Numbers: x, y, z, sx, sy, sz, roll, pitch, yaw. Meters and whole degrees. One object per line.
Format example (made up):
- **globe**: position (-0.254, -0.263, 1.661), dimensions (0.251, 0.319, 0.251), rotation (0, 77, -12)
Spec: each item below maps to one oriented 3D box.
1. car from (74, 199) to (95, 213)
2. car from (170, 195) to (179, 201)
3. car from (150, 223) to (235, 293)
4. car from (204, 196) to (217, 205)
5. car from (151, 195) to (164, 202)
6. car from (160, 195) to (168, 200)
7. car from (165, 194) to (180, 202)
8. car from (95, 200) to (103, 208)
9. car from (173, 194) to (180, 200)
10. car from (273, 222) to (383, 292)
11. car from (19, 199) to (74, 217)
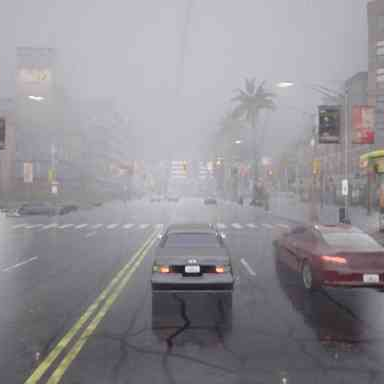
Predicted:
- **car**: position (-13.197, 1.466, 35.321), dimensions (4.902, 1.511, 2.128), rotation (0, 0, -12)
- **car**: position (-4.232, 1.466, 80.913), dimensions (1.812, 1.442, 4.674), rotation (0, 0, -1)
- **car**: position (-0.001, 1.541, 8.960), dimensions (2.033, 1.411, 5.357), rotation (0, 0, 0)
- **car**: position (3.085, 1.484, 57.347), dimensions (1.812, 1.442, 4.674), rotation (0, 0, -1)
- **car**: position (-7.643, 1.473, 71.178), dimensions (1.812, 1.442, 4.674), rotation (0, 0, -1)
- **car**: position (-7.851, 1.528, 93.097), dimensions (1.895, 1.301, 4.718), rotation (0, 0, -1)
- **car**: position (-4.148, 1.426, 71.718), dimensions (1.882, 1.535, 5.008), rotation (0, 0, -1)
- **car**: position (-14.916, 1.567, 46.225), dimensions (4.718, 1.301, 1.895), rotation (0, 0, 5)
- **car**: position (-4.356, 1.432, 93.878), dimensions (1.837, 1.490, 4.892), rotation (0, 0, -1)
- **car**: position (3.498, 1.519, 8.805), dimensions (1.812, 1.442, 4.674), rotation (0, 0, 0)
- **car**: position (-13.471, 1.542, 30.369), dimensions (4.181, 1.385, 1.994), rotation (0, 0, 9)
